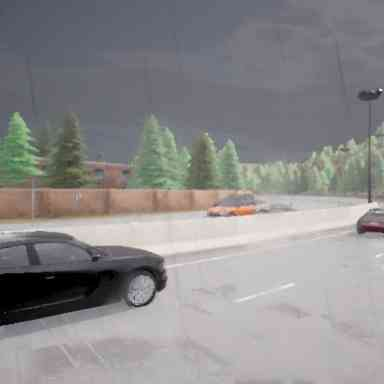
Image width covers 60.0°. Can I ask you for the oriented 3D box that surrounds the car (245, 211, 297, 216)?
[{"bbox_3d":[5.963,1.599,23.844,1.994,1.385,4.181,0,0,43],"label":"car"}]

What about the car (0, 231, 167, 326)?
[{"bbox_3d":[-2.822,1.484,6.225,5.008,1.535,1.882,0,0,-36],"label":"car"}]

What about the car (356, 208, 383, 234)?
[{"bbox_3d":[10.725,1.594,18.540,1.994,1.385,4.181,0,0,43],"label":"car"}]

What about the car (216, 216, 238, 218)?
[{"bbox_3d":[3.104,1.386,25.911,2.097,1.767,4.553,0,0,43],"label":"car"}]
